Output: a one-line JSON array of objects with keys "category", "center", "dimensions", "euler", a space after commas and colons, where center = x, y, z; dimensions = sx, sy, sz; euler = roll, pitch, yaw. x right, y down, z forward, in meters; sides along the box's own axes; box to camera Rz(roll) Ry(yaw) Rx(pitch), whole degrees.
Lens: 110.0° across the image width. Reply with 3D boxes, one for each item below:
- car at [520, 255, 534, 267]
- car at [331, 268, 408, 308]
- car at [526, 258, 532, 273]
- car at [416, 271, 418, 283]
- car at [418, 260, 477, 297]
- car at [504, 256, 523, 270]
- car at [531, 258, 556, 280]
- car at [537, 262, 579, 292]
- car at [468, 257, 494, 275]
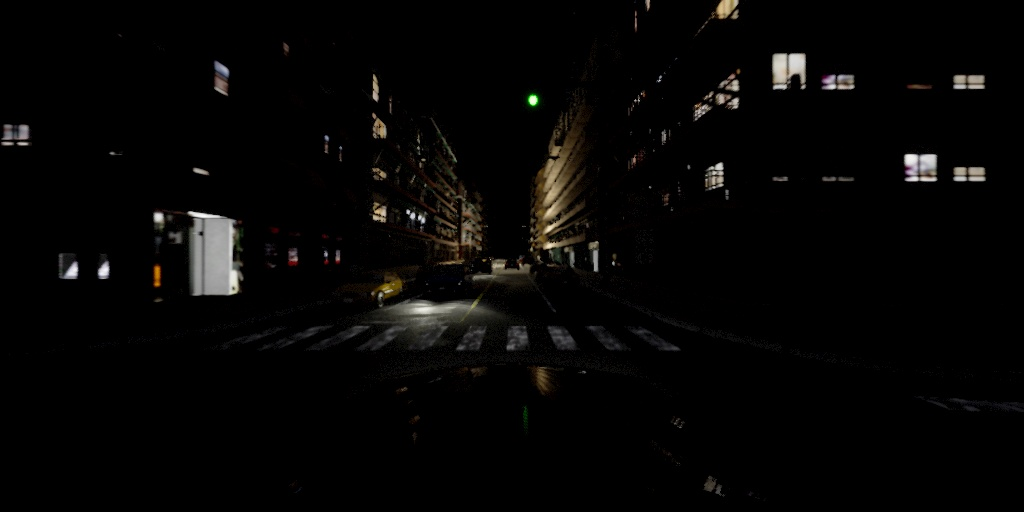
[{"category": "car", "center": [2.694, 0.786, 59.156], "dimensions": [2.192, 1.841, 5.009], "euler": [0, 0, 0]}, {"category": "car", "center": [-5.689, 1.210, 14.813], "dimensions": [1.751, 1.417, 4.829], "euler": [0, 0, 0]}, {"category": "car", "center": [2.693, 1.158, 37.062], "dimensions": [1.802, 1.307, 4.207], "euler": [0, 0, 0]}, {"category": "car", "center": [-5.689, 1.175, 26.029], "dimensions": [1.888, 1.381, 4.507], "euler": [0, 0, 0]}, {"category": "car", "center": [-3.096, 1.145, 18.313], "dimensions": [1.882, 1.535, 5.008], "euler": [0, 0, 0]}, {"category": "car", "center": [0.004, 1.096, 46.299], "dimensions": [1.994, 1.385, 4.181], "euler": [0, 0, 0]}, {"category": "car", "center": [2.692, 1.070, 26.015], "dimensions": [1.967, 1.591, 4.097], "euler": [0, 0, 0]}, {"category": "car", "center": [2.692, 1.202, 20.491], "dimensions": [1.888, 1.381, 4.507], "euler": [0, 0, 0]}, {"category": "car", "center": [-3.084, 0.931, 36.573], "dimensions": [2.097, 1.767, 4.553], "euler": [0, 0, 0]}]
